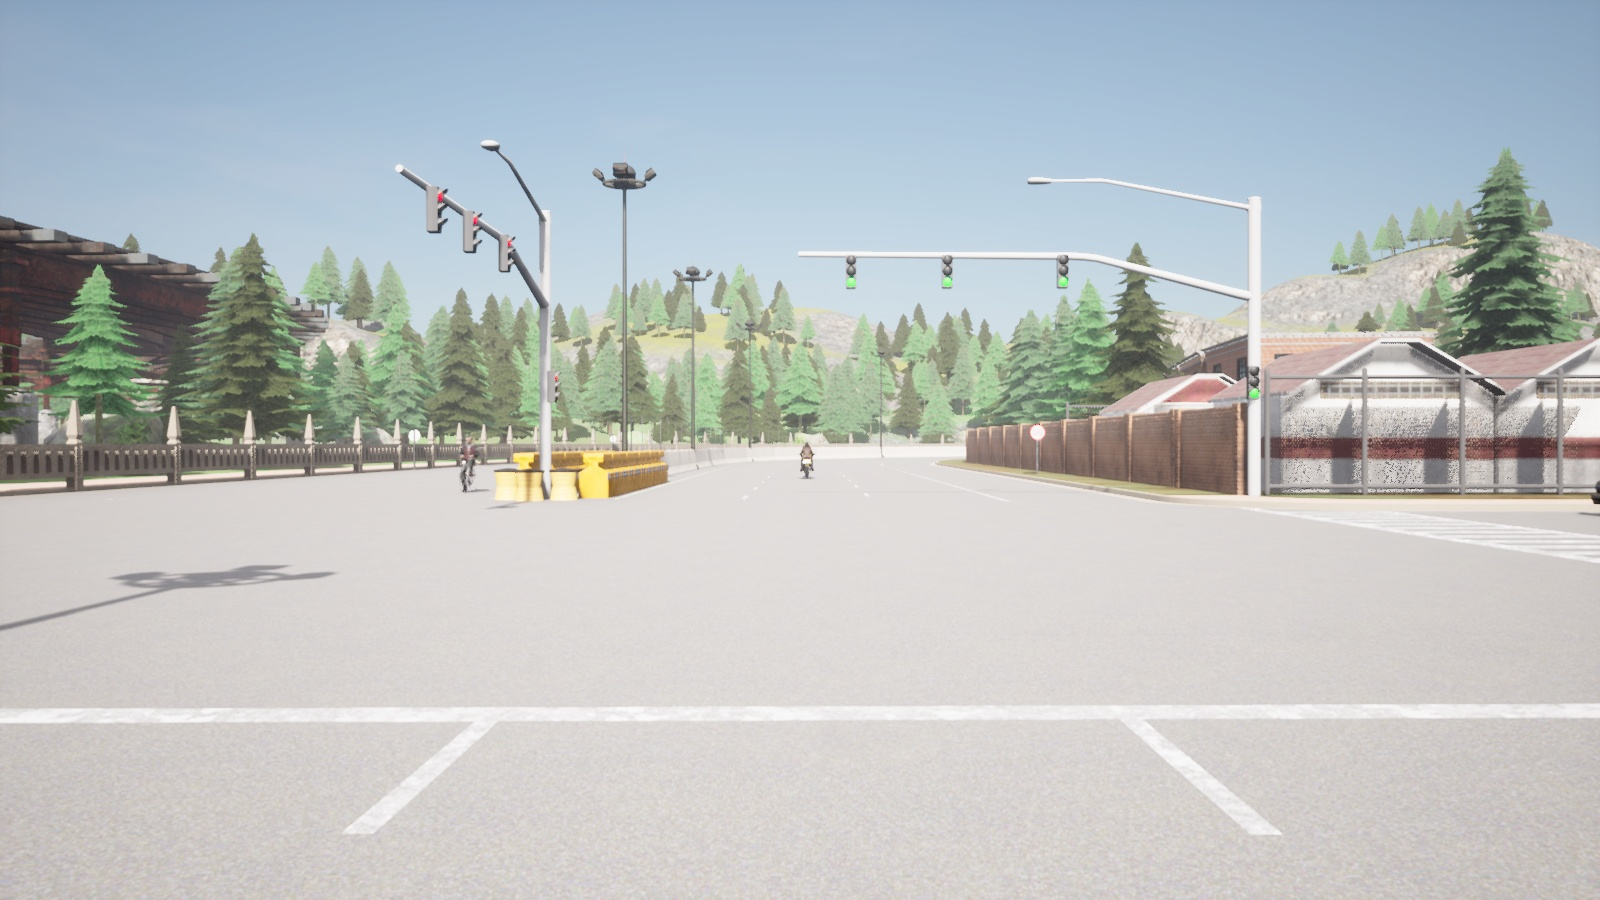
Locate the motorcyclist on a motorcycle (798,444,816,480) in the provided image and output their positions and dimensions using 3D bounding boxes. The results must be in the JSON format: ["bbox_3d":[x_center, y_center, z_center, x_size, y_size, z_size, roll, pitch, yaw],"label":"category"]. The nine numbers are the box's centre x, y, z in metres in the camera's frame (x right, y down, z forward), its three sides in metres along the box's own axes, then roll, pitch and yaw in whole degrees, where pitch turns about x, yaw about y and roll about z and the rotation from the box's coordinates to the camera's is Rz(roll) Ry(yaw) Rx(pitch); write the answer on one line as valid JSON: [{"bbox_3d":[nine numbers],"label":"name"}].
[{"bbox_3d":[0.302,0.495,54.575,0.797,1.523,2.044,0,0,0],"label":"motorcyclist on a motorcycle"}]

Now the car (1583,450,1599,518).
[{"bbox_3d":[19.126,0.705,25.315,5.357,1.411,2.033,0,0,2],"label":"car"}]

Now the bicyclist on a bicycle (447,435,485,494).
[{"bbox_3d":[-10.281,0.445,38.720,0.659,1.776,1.843,0,0,0],"label":"bicyclist on a bicycle"}]
